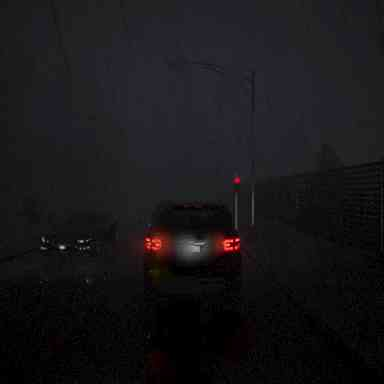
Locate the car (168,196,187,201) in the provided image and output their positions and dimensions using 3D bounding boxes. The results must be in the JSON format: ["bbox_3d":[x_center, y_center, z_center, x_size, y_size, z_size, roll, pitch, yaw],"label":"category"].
[{"bbox_3d":[-3.815,1.595,87.275,4.718,1.301,1.895,0,0,40],"label":"car"}]

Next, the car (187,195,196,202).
[{"bbox_3d":[-0.107,1.478,77.586,1.882,1.535,5.008,0,0,-4],"label":"car"}]

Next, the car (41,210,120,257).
[{"bbox_3d":[-4.117,1.505,12.961,1.837,1.490,4.892,0,0,0],"label":"car"}]

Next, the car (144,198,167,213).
[{"bbox_3d":[-4.149,1.492,38.228,2.128,1.511,4.902,0,0,0],"label":"car"}]

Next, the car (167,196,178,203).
[{"bbox_3d":[-4.087,1.542,69.240,2.033,1.411,5.357,0,0,0],"label":"car"}]

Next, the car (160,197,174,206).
[{"bbox_3d":[-4.159,1.601,56.202,1.895,1.301,4.718,0,0,0],"label":"car"}]

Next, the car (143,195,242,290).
[{"bbox_3d":[0.032,1.221,9.199,2.150,2.045,5.566,0,0,0],"label":"car"}]
